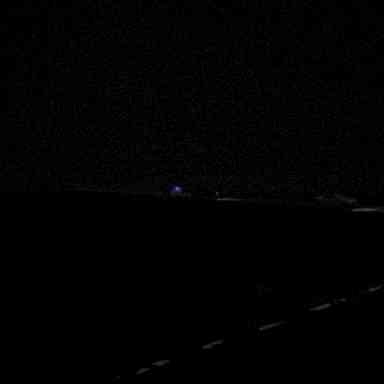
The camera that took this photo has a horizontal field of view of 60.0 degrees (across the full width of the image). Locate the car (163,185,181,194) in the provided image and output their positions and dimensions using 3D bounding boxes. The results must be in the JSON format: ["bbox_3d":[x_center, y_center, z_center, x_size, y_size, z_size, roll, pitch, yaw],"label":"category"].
[{"bbox_3d":[-4.116,-0.622,67.315,2.097,1.767,4.553,-3,4,-35],"label":"car"}]

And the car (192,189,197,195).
[{"bbox_3d":[1.816,-0.181,59.029,2.128,1.511,4.902,-3,4,-35],"label":"car"}]

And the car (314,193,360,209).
[{"bbox_3d":[15.168,0.877,35.121,1.812,1.442,4.674,-3,4,-35],"label":"car"}]

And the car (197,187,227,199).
[{"bbox_3d":[3.336,0.030,51.872,2.097,1.767,4.553,-3,4,-35],"label":"car"}]
